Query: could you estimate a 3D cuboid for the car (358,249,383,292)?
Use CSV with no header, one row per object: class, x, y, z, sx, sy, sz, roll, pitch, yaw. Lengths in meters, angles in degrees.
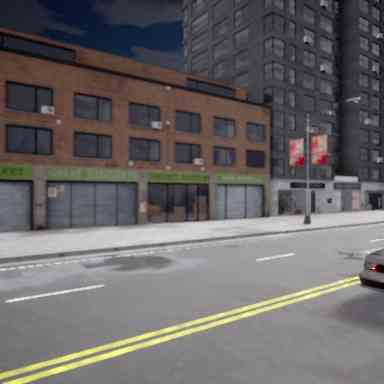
car,6.038,1.580,7.767,5.357,1.411,2.033,0,0,-35
